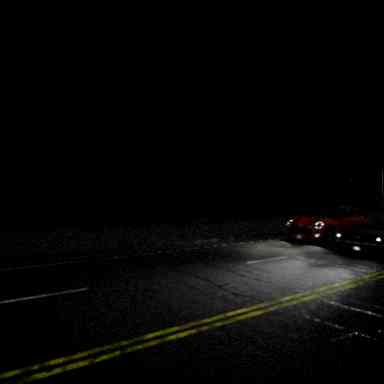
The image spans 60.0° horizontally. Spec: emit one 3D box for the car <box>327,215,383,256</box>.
[{"bbox_3d":[7.675,1.718,13.154,4.718,1.301,1.895,1,0,-36],"label":"car"}]

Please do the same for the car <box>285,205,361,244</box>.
[{"bbox_3d":[6.698,1.478,16.448,4.553,1.767,2.097,1,0,-36],"label":"car"}]
